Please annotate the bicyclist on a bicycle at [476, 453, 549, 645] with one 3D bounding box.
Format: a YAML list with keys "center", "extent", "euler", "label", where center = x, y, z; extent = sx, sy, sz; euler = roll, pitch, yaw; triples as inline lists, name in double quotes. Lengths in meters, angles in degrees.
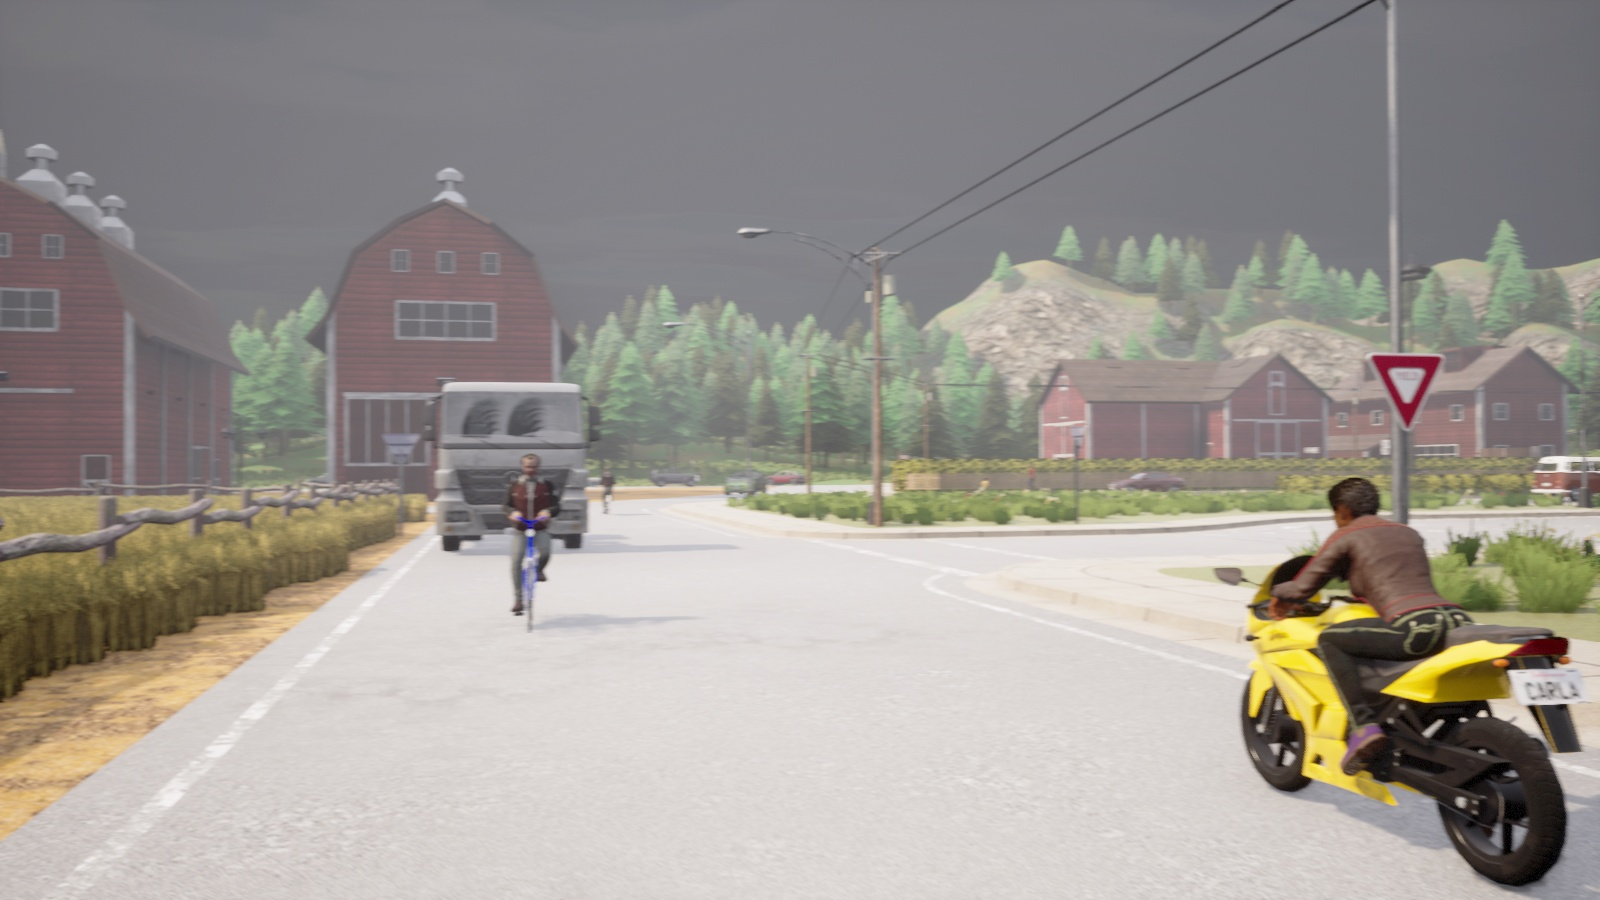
- center: [-2.888, 0.942, 12.672]
  extent: [0.659, 1.776, 1.843]
  euler: [0, -1, -12]
  label: "bicyclist on a bicycle"

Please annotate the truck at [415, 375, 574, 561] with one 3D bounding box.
- center: [-6.693, 0.395, 27.495]
  extent: [2.891, 3.462, 7.936]
  euler: [-1, -1, -14]
  label: "truck"

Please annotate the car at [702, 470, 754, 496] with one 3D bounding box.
- center: [-4.432, 2.052, 77.975]
  extent: [2.007, 1.525, 4.514]
  euler: [-1, -1, 13]
  label: "car"

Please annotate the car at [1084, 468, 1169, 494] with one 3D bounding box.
- center: [19.656, 1.866, 75.666]
  extent: [4.674, 1.442, 1.812]
  euler: [-1, -1, -14]
  label: "car"

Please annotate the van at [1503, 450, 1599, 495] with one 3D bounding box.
- center: [35.262, 1.045, 58.133]
  extent: [4.480, 2.038, 2.069]
  euler: [0, -1, -13]
  label: "van"

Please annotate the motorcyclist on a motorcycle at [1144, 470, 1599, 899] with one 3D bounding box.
- center: [2.383, 0.859, 5.489]
  extent: [0.797, 1.523, 2.044]
  euler: [-1, -1, -13]
  label: "motorcyclist on a motorcycle"
